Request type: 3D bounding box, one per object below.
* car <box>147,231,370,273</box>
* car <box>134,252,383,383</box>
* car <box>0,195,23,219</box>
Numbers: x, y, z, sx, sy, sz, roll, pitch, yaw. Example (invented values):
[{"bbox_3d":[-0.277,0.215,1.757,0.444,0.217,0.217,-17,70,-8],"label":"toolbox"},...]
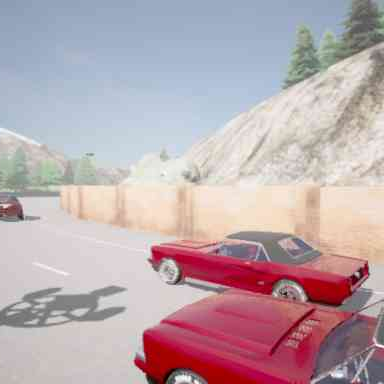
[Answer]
[{"bbox_3d":[1.222,1.550,7.504,4.718,1.301,1.895,1,1,38],"label":"car"},{"bbox_3d":[1.753,1.599,2.753,4.718,1.301,1.895,1,1,36],"label":"car"},{"bbox_3d":[-13.399,0.972,23.763,2.097,1.767,4.553,1,0,-32],"label":"car"}]
